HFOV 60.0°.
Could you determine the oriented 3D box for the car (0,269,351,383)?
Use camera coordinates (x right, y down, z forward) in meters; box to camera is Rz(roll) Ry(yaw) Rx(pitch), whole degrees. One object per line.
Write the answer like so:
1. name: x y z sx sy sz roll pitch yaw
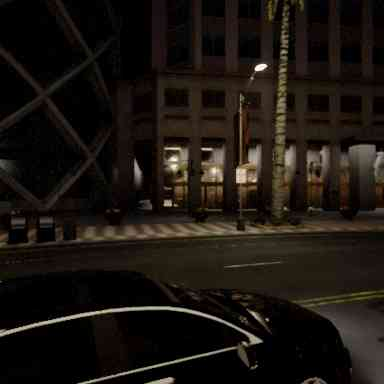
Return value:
1. car: -0.689 1.507 2.979 4.892 1.490 1.837 -1 0 -29
